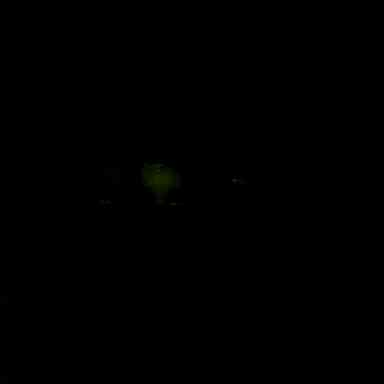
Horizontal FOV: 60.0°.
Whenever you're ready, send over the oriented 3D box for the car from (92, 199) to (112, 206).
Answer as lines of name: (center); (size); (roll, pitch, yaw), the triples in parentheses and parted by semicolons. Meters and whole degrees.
car: (-18.827, 2.221, 69.931); (1.812, 1.442, 4.674); (-1, -2, 33)
